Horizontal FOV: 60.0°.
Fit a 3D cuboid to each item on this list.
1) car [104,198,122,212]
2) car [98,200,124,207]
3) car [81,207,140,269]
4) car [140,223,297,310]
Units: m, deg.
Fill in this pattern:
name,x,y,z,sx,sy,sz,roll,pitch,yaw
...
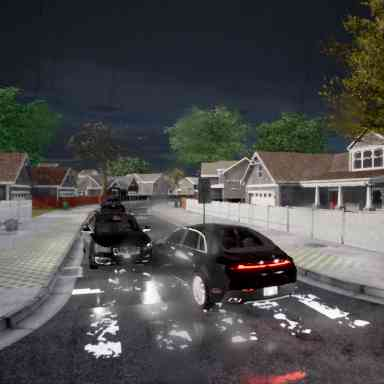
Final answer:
name,x,y,z,sx,sy,sz,roll,pitch,yaw
car,-9.486,1.522,40.065,1.812,1.442,4.674,0,0,-9
car,-4.879,1.497,20.586,1.837,1.490,4.892,0,0,-15
car,-2.676,1.492,11.367,1.837,1.490,4.892,1,0,-22
car,0.381,1.506,8.015,1.837,1.490,4.892,0,-1,-24
